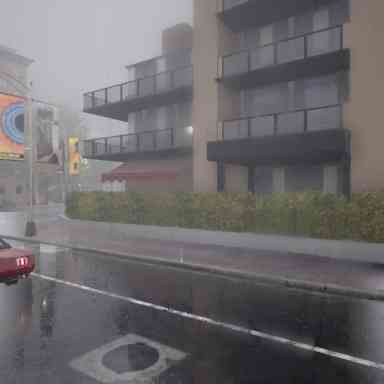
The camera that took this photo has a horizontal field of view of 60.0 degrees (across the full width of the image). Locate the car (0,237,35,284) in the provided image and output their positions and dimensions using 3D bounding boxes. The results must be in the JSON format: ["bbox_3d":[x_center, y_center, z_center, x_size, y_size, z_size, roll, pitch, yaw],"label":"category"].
[{"bbox_3d":[-6.009,1.601,8.266,4.718,1.301,1.895,0,0,35],"label":"car"}]
